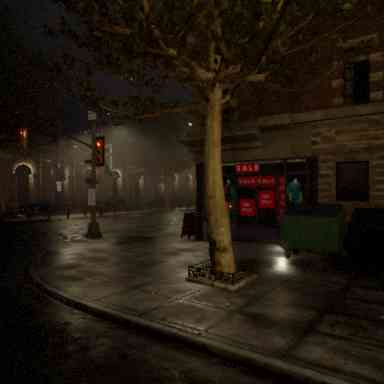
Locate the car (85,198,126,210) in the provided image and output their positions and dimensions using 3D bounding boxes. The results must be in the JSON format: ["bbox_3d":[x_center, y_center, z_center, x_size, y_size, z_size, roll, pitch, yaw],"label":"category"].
[{"bbox_3d":[-10.491,1.492,41.972,2.128,1.511,4.902,0,0,36],"label":"car"}]

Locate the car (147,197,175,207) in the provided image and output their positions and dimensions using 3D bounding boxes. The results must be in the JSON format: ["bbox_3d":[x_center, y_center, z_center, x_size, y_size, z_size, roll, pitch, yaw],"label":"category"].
[{"bbox_3d":[-4.601,1.478,50.062,1.882,1.535,5.008,0,0,36],"label":"car"}]

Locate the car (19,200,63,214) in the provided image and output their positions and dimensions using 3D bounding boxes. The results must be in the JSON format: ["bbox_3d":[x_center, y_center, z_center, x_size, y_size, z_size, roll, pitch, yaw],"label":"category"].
[{"bbox_3d":[-15.696,1.564,34.808,1.994,1.385,4.181,0,0,36],"label":"car"}]

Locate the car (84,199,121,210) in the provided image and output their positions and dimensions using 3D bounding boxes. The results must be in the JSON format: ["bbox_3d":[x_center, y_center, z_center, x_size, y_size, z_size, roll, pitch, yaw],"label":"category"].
[{"bbox_3d":[-12.108,1.595,45.105,1.895,1.301,4.718,0,0,36],"label":"car"}]
